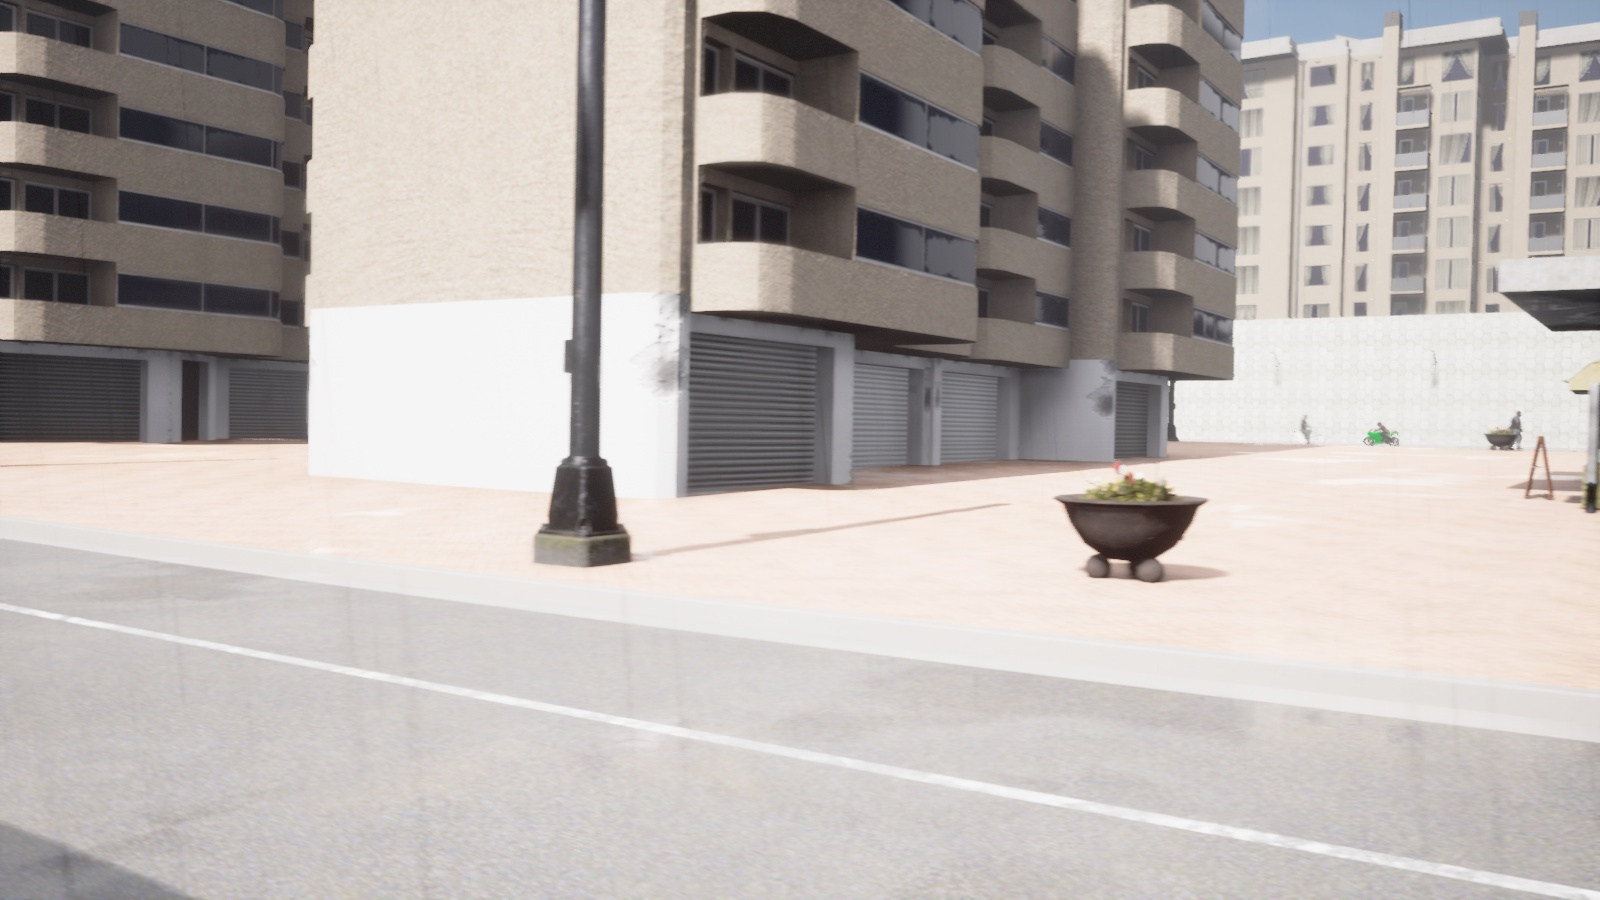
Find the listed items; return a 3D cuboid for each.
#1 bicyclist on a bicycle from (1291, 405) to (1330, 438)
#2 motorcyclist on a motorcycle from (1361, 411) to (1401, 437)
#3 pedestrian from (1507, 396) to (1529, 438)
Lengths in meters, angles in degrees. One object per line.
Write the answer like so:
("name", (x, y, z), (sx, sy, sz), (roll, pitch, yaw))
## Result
("bicyclist on a bicycle", (27.643, -1.537, 68.032), (1.843, 1.776, 0.659), (1, 1, 35))
("motorcyclist on a motorcycle", (35.016, -1.568, 75.683), (2.044, 1.523, 0.797), (1, 2, 35))
("pedestrian", (32.849, -1.504, 57.459), (0.849, 1.883, 0.563), (1, 1, 32))
